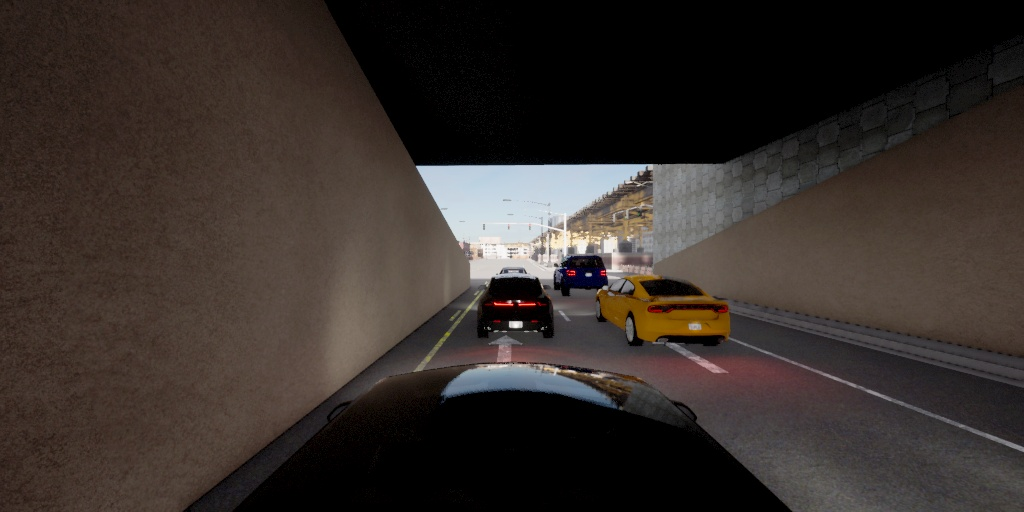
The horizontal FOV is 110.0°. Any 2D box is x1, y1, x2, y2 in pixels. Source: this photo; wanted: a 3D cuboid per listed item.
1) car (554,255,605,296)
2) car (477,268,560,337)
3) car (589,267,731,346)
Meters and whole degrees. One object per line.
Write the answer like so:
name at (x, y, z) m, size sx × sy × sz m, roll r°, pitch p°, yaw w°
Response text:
car at (3.578, 0.971, 19.448) m, size 2.150 × 2.045 × 5.566 m, roll 0°, pitch 0°, yaw 0°
car at (0.081, 1.255, 10.279) m, size 1.837 × 1.490 × 4.892 m, roll 0°, pitch 0°, yaw 0°
car at (3.578, 1.228, 9.478) m, size 1.882 × 1.535 × 5.008 m, roll 0°, pitch 0°, yaw 0°
